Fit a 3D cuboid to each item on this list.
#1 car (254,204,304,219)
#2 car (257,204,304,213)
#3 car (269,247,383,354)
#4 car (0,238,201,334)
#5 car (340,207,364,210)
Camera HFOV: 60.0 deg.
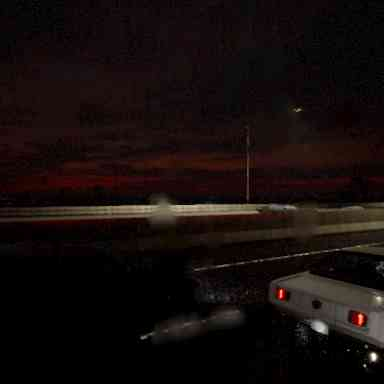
[{"bbox_3d":[9.261,1.977,35.178,5.357,1.411,2.033,1,-1,-34],"label":"car"},{"bbox_3d":[8.314,1.974,30.347,4.718,1.301,1.895,1,-1,-34],"label":"car"},{"bbox_3d":[3.695,1.688,6.032,4.718,1.301,1.895,1,-1,-34],"label":"car"},{"bbox_3d":[-2.471,1.598,6.139,5.357,1.411,2.033,1,-1,-34],"label":"car"},{"bbox_3d":[14.256,2.007,30.092,4.718,1.301,1.895,1,-1,-34],"label":"car"}]
